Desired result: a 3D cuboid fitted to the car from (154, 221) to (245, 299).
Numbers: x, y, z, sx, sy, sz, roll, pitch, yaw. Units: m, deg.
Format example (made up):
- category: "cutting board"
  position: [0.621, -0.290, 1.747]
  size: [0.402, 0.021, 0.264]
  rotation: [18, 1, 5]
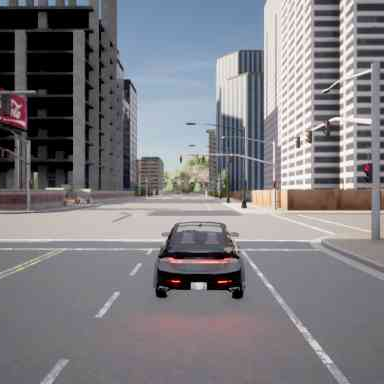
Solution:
- category: "car"
  position: [0.205, 1.492, 8.460]
  size: [2.128, 1.511, 4.902]
  rotation: [0, 0, 2]
